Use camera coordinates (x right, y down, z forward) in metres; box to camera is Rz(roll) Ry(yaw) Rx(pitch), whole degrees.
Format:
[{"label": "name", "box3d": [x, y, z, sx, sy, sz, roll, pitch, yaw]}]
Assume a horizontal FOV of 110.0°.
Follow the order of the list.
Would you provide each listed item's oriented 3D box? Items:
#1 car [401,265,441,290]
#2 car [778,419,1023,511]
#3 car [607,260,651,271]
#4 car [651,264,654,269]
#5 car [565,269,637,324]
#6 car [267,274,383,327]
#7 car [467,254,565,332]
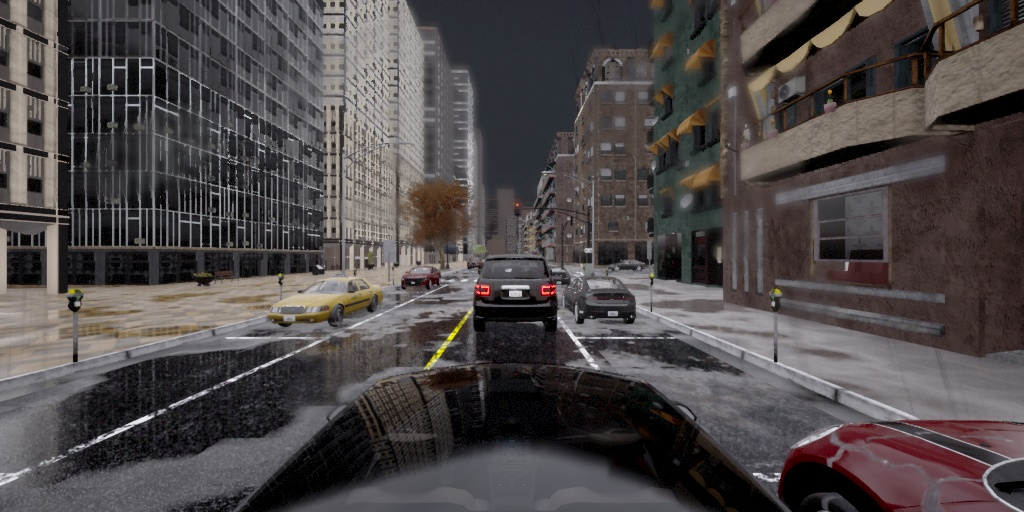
[{"label": "car", "box3d": [-5.683, 1.300, 22.810, 1.888, 1.381, 4.507, 0, 0, 0]}, {"label": "car", "box3d": [2.687, 1.190, 0.675, 1.967, 1.591, 4.097, 0, 0, 0]}, {"label": "car", "box3d": [13.452, 1.109, 42.217, 4.403, 1.370, 2.007, 0, 0, -1]}, {"label": "car", "box3d": [18.849, 1.006, 42.269, 4.829, 1.417, 1.751, 0, 0, -1]}, {"label": "car", "box3d": [2.693, 1.301, 11.740, 2.007, 1.370, 4.403, 0, 0, 0]}, {"label": "car", "box3d": [-5.687, 1.276, 11.574, 1.751, 1.417, 4.829, 0, 0, 0]}, {"label": "car", "box3d": [0.094, 0.972, 11.018, 2.150, 2.045, 5.566, 0, 0, 0]}]
